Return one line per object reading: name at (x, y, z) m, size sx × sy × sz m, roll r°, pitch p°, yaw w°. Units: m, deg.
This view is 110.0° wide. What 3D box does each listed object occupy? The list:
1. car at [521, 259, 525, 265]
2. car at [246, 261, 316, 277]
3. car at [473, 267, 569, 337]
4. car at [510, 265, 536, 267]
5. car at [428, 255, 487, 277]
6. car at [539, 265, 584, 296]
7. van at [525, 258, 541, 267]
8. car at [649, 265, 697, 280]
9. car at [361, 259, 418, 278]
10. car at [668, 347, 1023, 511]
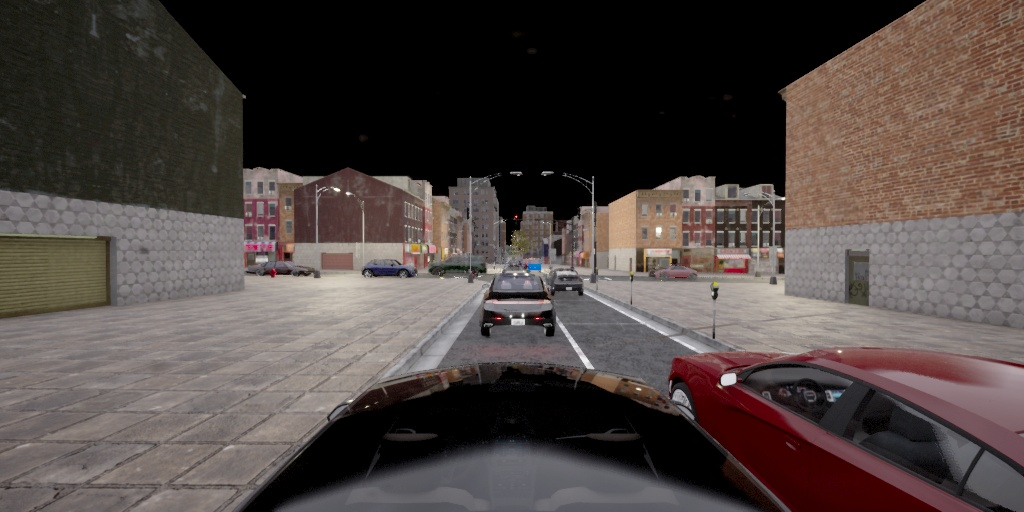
car at (2.941, 1.260, 56.774) m, size 2.192 × 1.841 × 5.009 m, roll 0°, pitch 0°, yaw 0°
car at (-20.148, 1.112, 31.425) m, size 5.357 × 1.411 × 2.033 m, roll 1°, pitch 1°, yaw 0°
car at (0.146, 1.245, 10.330) m, size 2.128 × 1.511 × 4.902 m, roll 0°, pitch 0°, yaw 0°
car at (0.228, 1.373, 20.373) m, size 1.895 × 1.301 × 4.718 m, roll 0°, pitch 0°, yaw 1°
car at (-5.117, 0.951, 34.274) m, size 5.566 × 2.045 × 2.150 m, roll 1°, pitch 1°, yaw 0°
car at (2.732, 1.319, 19.238) m, size 2.007 × 1.370 × 4.403 m, roll 0°, pitch 0°, yaw 0°
van at (2.882, 1.219, 46.193) m, size 1.690 × 1.789 × 3.998 m, roll 0°, pitch 0°, yaw 0°
car at (15.300, 1.559, 34.127) m, size 4.181 × 1.385 × 1.994 m, roll 1°, pitch 1°, yaw 0°
car at (-10.596, 1.045, 31.364) m, size 4.553 × 1.767 × 2.097 m, roll 1°, pitch 1°, yaw 0°
car at (2.637, 1.295, 2.363) m, size 1.888 × 1.381 × 4.507 m, roll 0°, pitch 0°, yaw 0°
